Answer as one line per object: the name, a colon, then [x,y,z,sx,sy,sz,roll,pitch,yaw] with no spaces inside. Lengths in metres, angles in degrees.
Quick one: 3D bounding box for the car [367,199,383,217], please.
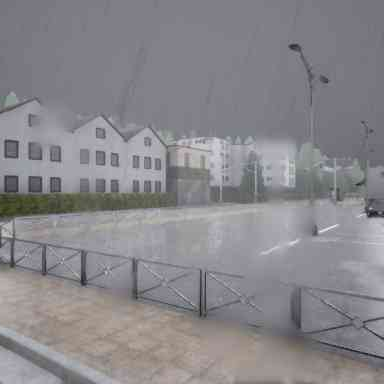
car: [15.412,1.298,26.820,2.007,1.523,4.514,0,0,35]
